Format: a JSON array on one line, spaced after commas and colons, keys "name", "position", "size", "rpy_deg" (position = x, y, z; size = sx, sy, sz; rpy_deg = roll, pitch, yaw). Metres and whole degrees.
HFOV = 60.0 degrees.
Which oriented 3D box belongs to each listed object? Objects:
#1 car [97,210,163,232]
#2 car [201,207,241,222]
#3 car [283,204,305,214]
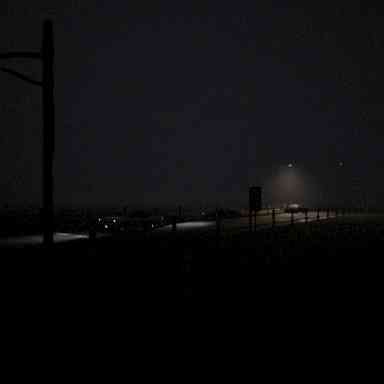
[{"name": "car", "position": [-4.188, 1.946, 23.019], "size": [1.895, 1.301, 4.718], "rpy_deg": [0, -1, 36]}, {"name": "car", "position": [2.921, 2.178, 32.784], "size": [1.895, 1.301, 4.718], "rpy_deg": [0, -1, 36]}, {"name": "car", "position": [15.489, 2.542, 49.889], "size": [2.033, 1.411, 5.357], "rpy_deg": [0, -1, 37]}]
